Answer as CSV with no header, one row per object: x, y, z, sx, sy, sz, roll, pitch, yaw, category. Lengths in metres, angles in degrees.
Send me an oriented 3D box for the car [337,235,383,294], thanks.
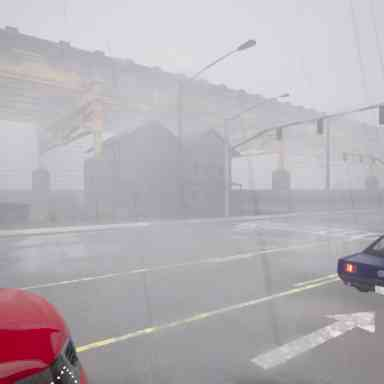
5.462,1.600,7.639,4.718,1.301,1.895,0,0,-35,car

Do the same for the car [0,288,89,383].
-3.295,1.222,1.393,5.566,2.045,2.150,0,0,-36,car
